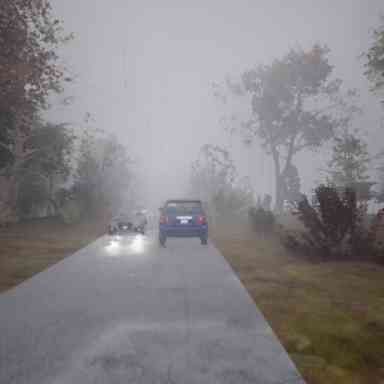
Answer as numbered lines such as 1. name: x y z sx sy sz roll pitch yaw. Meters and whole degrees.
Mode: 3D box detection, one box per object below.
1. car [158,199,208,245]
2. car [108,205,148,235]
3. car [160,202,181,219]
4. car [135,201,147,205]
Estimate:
1. car: -0.464 1.327 16.309 2.150 2.045 5.566 0 -1 -3
2. car: -3.677 1.699 19.588 1.994 1.385 4.181 0 -1 -5
3. car: -2.335 1.852 34.781 1.882 1.535 5.008 0 -1 -8
4. car: -9.506 2.491 61.831 1.837 1.490 4.892 0 -2 -9
